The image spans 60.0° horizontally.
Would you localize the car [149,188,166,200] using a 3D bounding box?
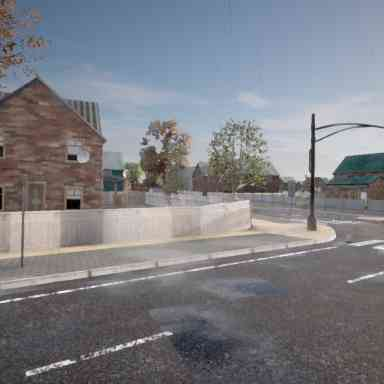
[{"bbox_3d":[-6.516,0.335,61.647,2.150,2.045,5.566,1,1,-21],"label":"car"}]
